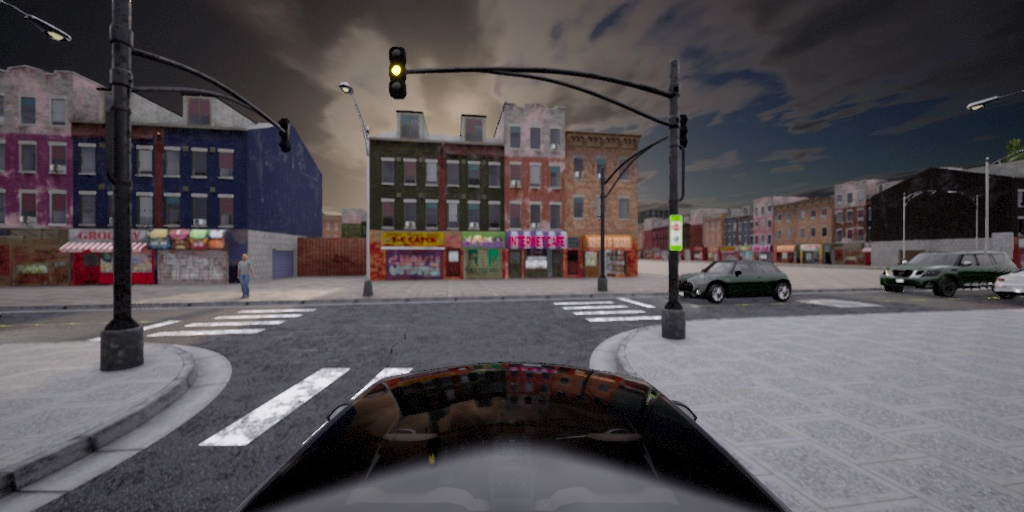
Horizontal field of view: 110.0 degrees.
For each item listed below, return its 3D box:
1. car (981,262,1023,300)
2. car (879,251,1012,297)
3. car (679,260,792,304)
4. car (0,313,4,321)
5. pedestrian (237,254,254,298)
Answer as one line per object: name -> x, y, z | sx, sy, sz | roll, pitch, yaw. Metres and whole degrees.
car -> 21.872, 1.095, 14.233 | 4.674, 1.442, 1.812 | 0, 0, -9
car -> 20.664, 0.783, 16.999 | 5.566, 2.045, 2.150 | 0, 0, -9
car -> 9.177, 0.958, 15.172 | 4.553, 1.767, 2.097 | 0, 0, -10
car -> -15.950, 1.271, 8.280 | 5.357, 1.411, 2.033 | 0, 0, -9
pedestrian -> -11.106, 0.819, 14.970 | 0.375, 1.860, 0.375 | 0, 0, -9
